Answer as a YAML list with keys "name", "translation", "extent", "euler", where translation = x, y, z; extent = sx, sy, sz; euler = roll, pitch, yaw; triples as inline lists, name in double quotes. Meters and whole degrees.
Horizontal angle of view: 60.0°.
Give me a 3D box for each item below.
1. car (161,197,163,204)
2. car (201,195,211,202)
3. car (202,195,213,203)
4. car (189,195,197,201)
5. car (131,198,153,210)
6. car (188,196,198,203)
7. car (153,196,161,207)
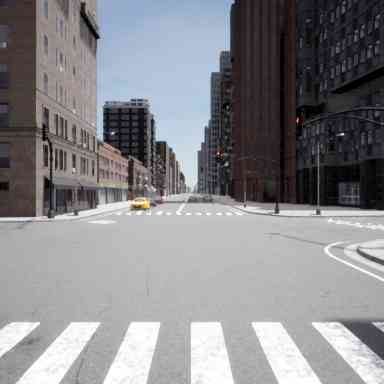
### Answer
- name: "car"
  translation: [-6.440, 1.489, 61.857]
  extent: [1.882, 1.535, 5.008]
  euler: [0, 0, 0]
- name: "car"
  translation: [3.412, 1.501, 81.372]
  extent: [2.128, 1.511, 4.902]
  euler: [0, 0, 0]
- name: "car"
  translation: [3.391, 1.533, 70.952]
  extent: [2.128, 1.511, 4.902]
  euler: [0, 0, 0]
- name: "car"
  translation: [0.163, 1.558, 82.119]
  extent: [1.994, 1.385, 4.181]
  euler: [0, 0, 0]
- name: "car"
  translation: [-6.514, 1.486, 42.186]
  extent: [1.882, 1.535, 5.008]
  euler: [0, 0, 0]
- name: "car"
  translation: [0.166, 1.527, 71.805]
  extent: [2.128, 1.511, 4.902]
  euler: [0, 0, 0]
- name: "car"
  translation: [-6.481, 1.574, 51.436]
  extent: [1.994, 1.385, 4.181]
  euler: [0, 0, 1]
